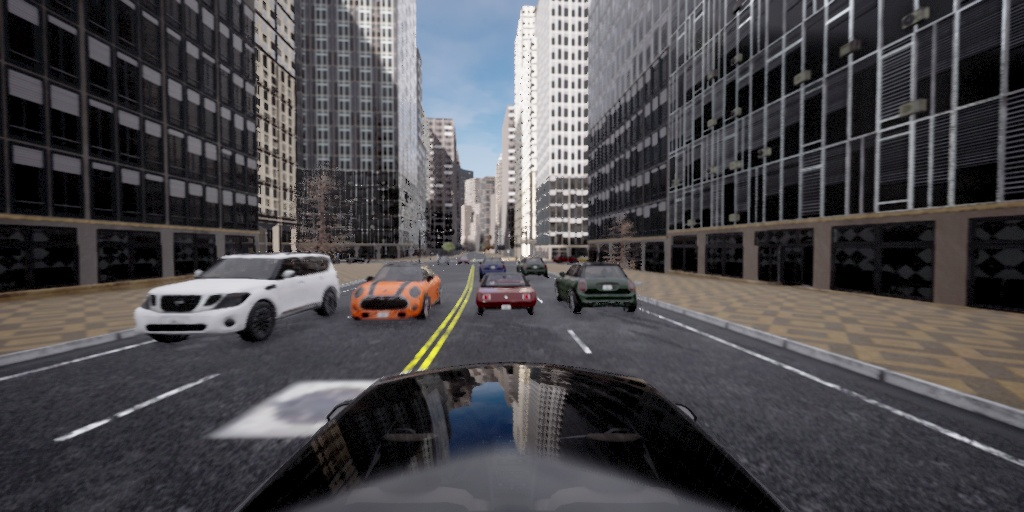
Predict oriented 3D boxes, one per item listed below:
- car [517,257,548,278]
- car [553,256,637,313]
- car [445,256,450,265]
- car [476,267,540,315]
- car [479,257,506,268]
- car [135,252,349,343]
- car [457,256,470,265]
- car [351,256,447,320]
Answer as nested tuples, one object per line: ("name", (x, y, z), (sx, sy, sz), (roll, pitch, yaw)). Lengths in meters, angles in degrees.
("car", (1.597, 0.852, 29.768), (2.097, 1.767, 4.553), (0, 1, -5))
("car", (2.934, 0.995, 13.500), (2.097, 1.767, 4.553), (0, 1, -3))
("car", (-11.273, 0.759, 59.299), (2.128, 1.511, 4.902), (0, 1, -6))
("car", (-0.279, 1.253, 13.123), (1.895, 1.301, 4.718), (0, 0, -3))
("car", (-1.650, 0.862, 29.580), (2.097, 1.767, 4.553), (0, 1, -5))
("car", (-6.784, 0.914, 9.849), (2.150, 2.045, 5.566), (0, 0, -2))
("car", (-8.040, 0.763, 59.632), (1.882, 1.535, 5.008), (0, 1, -6))
("car", (-3.671, 1.018, 12.143), (2.097, 1.767, 4.553), (0, 1, -3))
